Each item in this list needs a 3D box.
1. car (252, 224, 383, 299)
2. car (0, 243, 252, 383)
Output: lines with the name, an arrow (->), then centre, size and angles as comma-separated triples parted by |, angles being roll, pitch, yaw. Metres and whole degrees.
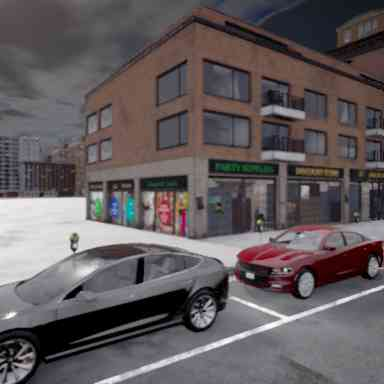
car -> 3.072, 1.538, 8.397 | 4.507, 1.381, 1.887 | 0, 0, -35
car -> -1.331, 1.564, 5.260 | 4.313, 1.339, 1.947 | 0, 0, -35
